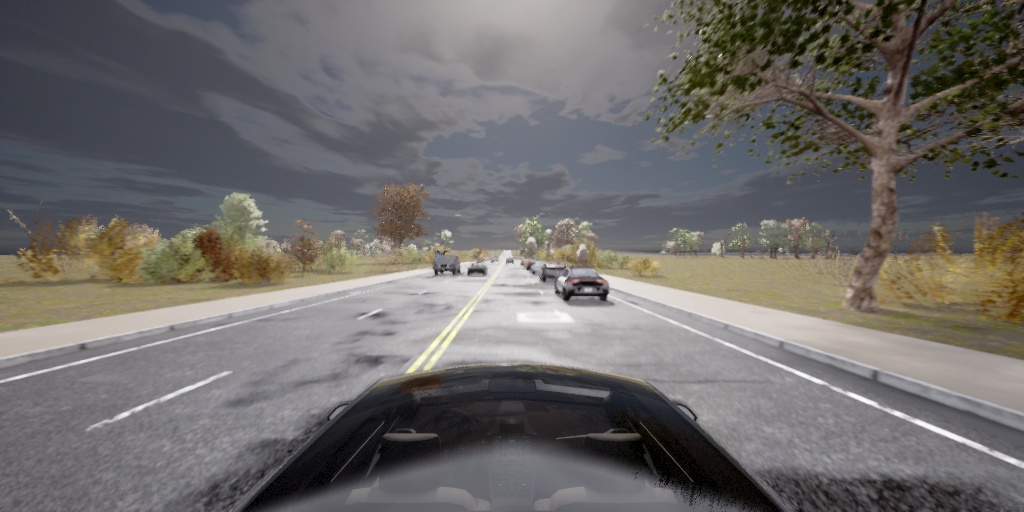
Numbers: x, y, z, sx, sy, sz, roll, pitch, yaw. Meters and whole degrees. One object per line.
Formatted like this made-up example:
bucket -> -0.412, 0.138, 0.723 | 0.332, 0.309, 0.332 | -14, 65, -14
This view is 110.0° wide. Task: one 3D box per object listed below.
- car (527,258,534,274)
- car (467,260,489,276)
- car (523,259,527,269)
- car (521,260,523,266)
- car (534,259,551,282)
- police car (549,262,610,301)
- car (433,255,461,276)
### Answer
car -> 3.072, 1.253, 39.729 | 1.812, 1.442, 4.674 | 0, 0, -2
car -> -3.443, 1.334, 36.410 | 1.895, 1.301, 4.718 | 0, 0, 0
car -> 3.025, 1.192, 50.583 | 1.882, 1.535, 5.008 | 0, 0, 0
car -> 2.933, 1.154, 61.773 | 1.801, 1.575, 5.366 | 0, 0, 0
car -> 3.183, 1.229, 28.567 | 2.128, 1.511, 4.902 | 0, 0, 0
police car -> 3.229, 1.250, 17.557 | 2.038, 1.542, 4.974 | 0, 0, 0
car -> -6.694, 0.958, 37.724 | 2.150, 2.045, 5.566 | 0, 0, 0
